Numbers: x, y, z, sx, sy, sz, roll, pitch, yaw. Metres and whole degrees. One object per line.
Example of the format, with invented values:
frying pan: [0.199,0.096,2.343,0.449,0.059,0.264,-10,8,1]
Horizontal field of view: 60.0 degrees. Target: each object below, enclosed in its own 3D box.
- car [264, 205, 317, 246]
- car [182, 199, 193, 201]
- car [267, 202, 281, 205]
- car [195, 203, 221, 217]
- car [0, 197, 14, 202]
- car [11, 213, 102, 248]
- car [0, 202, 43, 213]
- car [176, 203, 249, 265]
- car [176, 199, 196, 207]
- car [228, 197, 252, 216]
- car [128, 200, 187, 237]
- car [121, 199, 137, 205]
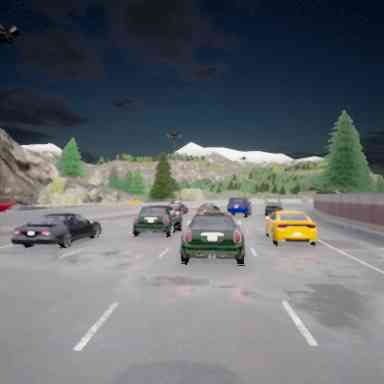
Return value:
car: [4.792,1.661,16.556,1.882,1.535,5.008,0,-1,7]
car: [-1.705,1.882,37.140,1.812,1.442,4.674,0,-1,15]
car: [9.071,1.903,36.689,1.837,1.490,4.892,0,-1,16]
car: [1.871,1.934,36.914,1.994,1.385,4.181,0,-1,15]
car: [-18.102,1.435,29.413,2.150,2.045,5.566,0,-1,11]
car: [-5.959,1.673,15.383,2.033,1.411,5.357,0,-1,6]
car: [-14.659,1.782,28.681,1.994,1.385,4.181,0,-1,11]
car: [0.822,1.479,12.474,2.097,1.767,4.553,0,-1,5]
car: [-1.241,2.178,67.900,2.128,1.511,4.902,0,-1,25]
car: [5.115,1.593,35.676,2.150,2.045,5.566,0,-1,15]
car: [-1.860,1.535,19.400,2.097,1.767,4.553,0,-1,8]
car: [-12.661,2.093,68.435,1.882,1.535,5.008,0,-1,23]
